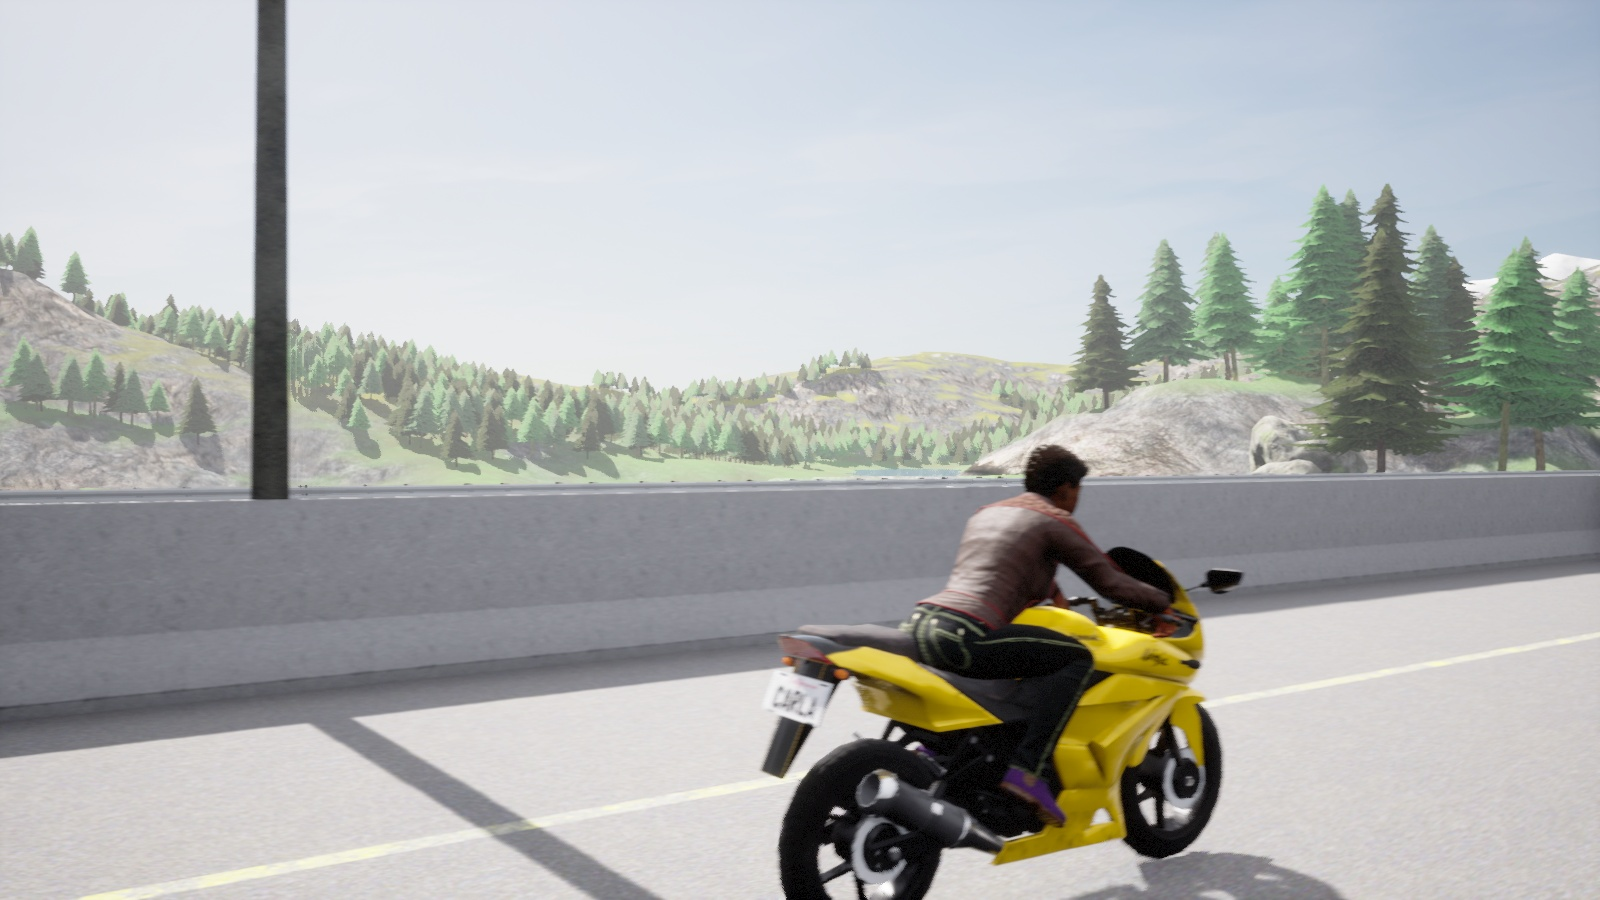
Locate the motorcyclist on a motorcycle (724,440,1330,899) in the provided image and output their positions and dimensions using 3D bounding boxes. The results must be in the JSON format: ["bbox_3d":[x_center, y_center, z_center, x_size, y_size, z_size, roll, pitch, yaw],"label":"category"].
[{"bbox_3d":[0.827,0.736,4.234,2.044,1.523,0.797,0,0,-35],"label":"motorcyclist on a motorcycle"}]
